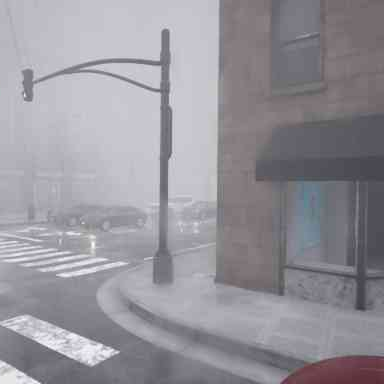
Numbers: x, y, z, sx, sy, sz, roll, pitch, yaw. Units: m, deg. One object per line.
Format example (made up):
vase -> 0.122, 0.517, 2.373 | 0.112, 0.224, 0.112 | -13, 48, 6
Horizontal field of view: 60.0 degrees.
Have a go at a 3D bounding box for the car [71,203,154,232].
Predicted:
car -> -4.979, 1.616, 21.541 | 1.837, 1.490, 4.892 | 1, 0, 35

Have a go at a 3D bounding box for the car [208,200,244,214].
car -> 4.201, 1.731, 40.007 | 2.128, 1.511, 4.902 | 1, 0, 36

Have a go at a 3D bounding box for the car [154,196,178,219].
car -> -1.770, 1.372, 31.648 | 2.150, 2.045, 5.566 | 1, 0, 35

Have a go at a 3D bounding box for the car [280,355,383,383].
car -> 2.417, 1.545, 1.229 | 4.507, 1.381, 1.887 | 0, 1, 35

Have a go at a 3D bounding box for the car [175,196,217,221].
car -> 0.924, 1.550, 29.822 | 2.097, 1.767, 4.553 | 1, 0, 36

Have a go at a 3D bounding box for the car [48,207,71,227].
car -> -7.630, 1.569, 23.420 | 1.837, 1.490, 4.892 | 1, 0, 35
